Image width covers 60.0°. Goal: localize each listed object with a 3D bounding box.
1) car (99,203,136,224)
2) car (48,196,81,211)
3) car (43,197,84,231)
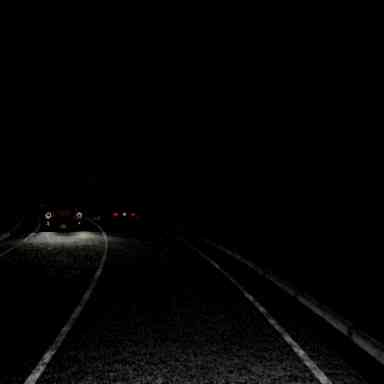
[{"bbox_3d":[-5.616,1.557,24.820,2.033,1.411,5.357,2,-1,-24],"label":"car"},{"bbox_3d":[-15.263,1.305,39.804,2.128,1.511,4.902,5,-2,-40],"label":"car"},{"bbox_3d":[-7.697,1.259,19.963,2.097,1.767,4.553,2,0,-22],"label":"car"}]
